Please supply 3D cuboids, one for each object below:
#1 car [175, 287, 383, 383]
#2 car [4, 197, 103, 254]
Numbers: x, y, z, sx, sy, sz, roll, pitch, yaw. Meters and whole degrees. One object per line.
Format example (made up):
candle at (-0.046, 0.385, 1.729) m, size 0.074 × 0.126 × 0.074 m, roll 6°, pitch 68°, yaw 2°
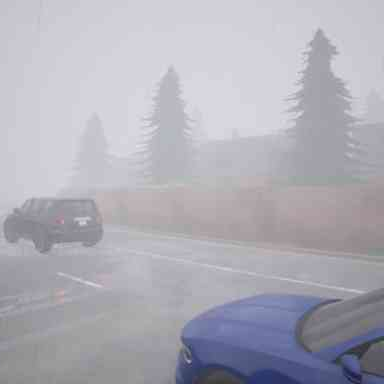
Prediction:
car at (2.147, 1.494, 2.583) m, size 5.008 × 1.535 × 1.882 m, roll 0°, pitch 0°, yaw 35°
car at (-5.865, 1.206, 13.840) m, size 5.566 × 2.045 × 2.150 m, roll 0°, pitch 0°, yaw 44°
